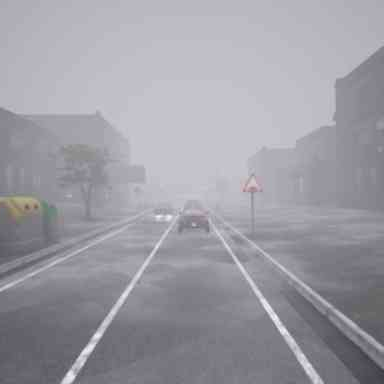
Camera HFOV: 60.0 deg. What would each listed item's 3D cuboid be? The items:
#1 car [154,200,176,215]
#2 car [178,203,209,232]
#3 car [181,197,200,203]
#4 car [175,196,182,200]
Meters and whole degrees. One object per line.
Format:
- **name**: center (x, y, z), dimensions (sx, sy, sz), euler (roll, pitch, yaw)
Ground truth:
- **car**: center (-3.069, 1.832, 37.003), dimensions (1.994, 1.385, 4.181), euler (0, 0, 0)
- **car**: center (0.111, 1.681, 21.081), dimensions (1.812, 1.442, 4.674), euler (0, 0, 0)
- **car**: center (0.120, 1.631, 38.923), dimensions (2.097, 1.767, 4.553), euler (0, 0, 0)
- **car**: center (-2.958, 1.603, 77.703), dimensions (1.837, 1.490, 4.892), euler (0, 0, 0)
